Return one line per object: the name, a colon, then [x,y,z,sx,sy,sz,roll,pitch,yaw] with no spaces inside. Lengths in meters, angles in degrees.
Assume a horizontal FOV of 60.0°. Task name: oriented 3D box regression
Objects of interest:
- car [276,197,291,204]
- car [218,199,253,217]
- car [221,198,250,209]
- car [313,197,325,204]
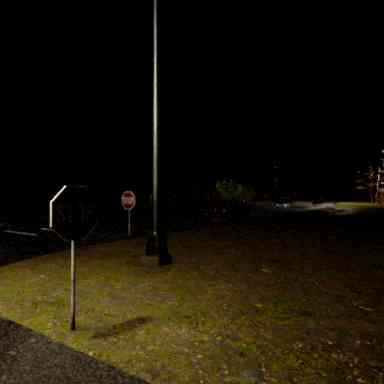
car: [18.417,1.722,66.675,1.812,1.442,4.674,0,0,34]
car: [4.402,1.595,33.250,1.882,1.535,5.008,0,0,34]
car: [6.482,1.697,48.916,2.033,1.411,5.357,0,0,34]
car: [26.210,1.759,68.639,2.033,1.411,5.357,0,0,26]
